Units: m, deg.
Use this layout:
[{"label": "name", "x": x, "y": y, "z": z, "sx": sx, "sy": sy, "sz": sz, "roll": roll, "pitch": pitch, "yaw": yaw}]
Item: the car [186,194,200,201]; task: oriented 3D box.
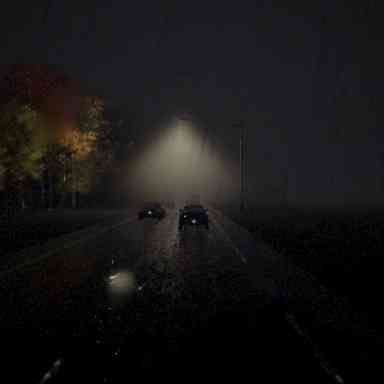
[{"label": "car", "x": 0.118, "y": 1.328, "z": 55.296, "sx": 2.150, "sy": 2.045, "sz": 5.566, "roll": 0, "pitch": 0, "yaw": 0}]

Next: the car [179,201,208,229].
[{"label": "car", "x": 0.107, "y": 1.573, "z": 22.000, "sx": 1.812, "sy": 1.442, "sz": 4.674, "roll": 0, "pitch": 0, "yaw": 0}]

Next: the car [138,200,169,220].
[{"label": "car", "x": -3.390, "y": 1.624, "z": 28.683, "sx": 1.994, "sy": 1.385, "sz": 4.181, "roll": 0, "pitch": 0, "yaw": 0}]

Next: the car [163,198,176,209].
[{"label": "car", "x": -3.385, "y": 1.599, "z": 47.749, "sx": 1.837, "sy": 1.490, "sz": 4.892, "roll": 0, "pitch": 0, "yaw": 0}]
